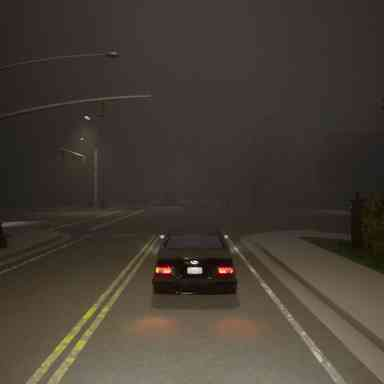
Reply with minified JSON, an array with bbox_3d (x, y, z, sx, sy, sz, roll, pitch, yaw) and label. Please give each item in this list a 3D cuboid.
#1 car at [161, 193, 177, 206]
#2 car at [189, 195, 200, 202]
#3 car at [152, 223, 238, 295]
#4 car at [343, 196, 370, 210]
[{"bbox_3d":[-3.681,1.221,53.908,2.150,2.045,5.566,0,0,0],"label":"car"},{"bbox_3d":[0.611,1.524,78.885,1.812,1.442,4.674,0,0,12],"label":"car"},{"bbox_3d":[0.060,1.547,8.872,2.033,1.411,5.357,0,0,0],"label":"car"},{"bbox_3d":[20.156,1.306,38.780,4.553,1.767,2.097,0,0,-1],"label":"car"}]
